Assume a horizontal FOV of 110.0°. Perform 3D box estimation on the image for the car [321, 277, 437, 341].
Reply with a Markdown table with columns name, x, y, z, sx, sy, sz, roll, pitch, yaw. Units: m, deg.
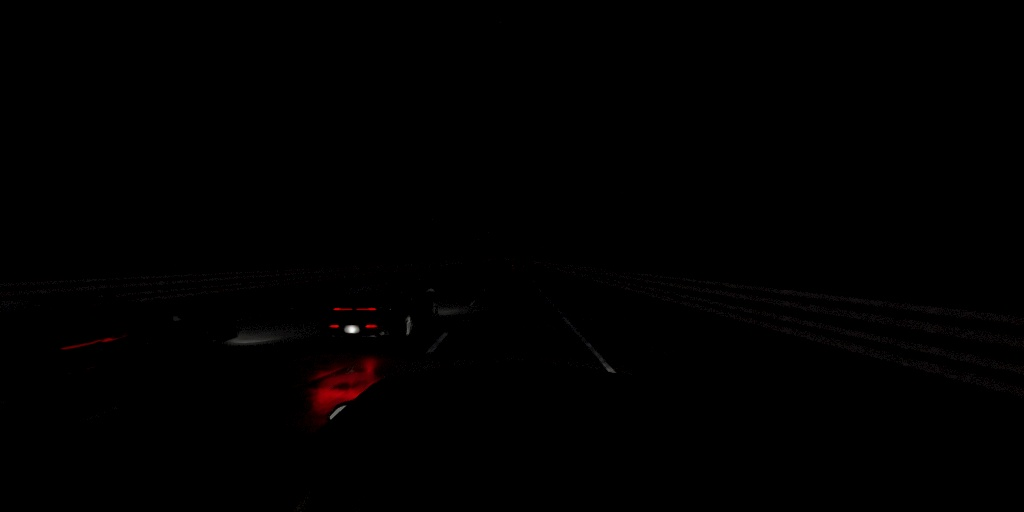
| name | x | y | z | sx | sy | sz | roll | pitch | yaw |
| --- | --- | --- | --- | --- | --- | --- | --- | --- | --- |
| car | -3.399 | 1.312 | 10.037 | 1.837 | 1.490 | 4.892 | 0 | 0 | 0 |

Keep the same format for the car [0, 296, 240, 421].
| name | x | y | z | sx | sy | sz | roll | pitch | yaw |
| --- | --- | --- | --- | --- | --- | --- | --- | --- | --- |
| car | -6.900 | 1.322 | 5.361 | 2.033 | 1.411 | 5.357 | 0 | 0 | 0 |
